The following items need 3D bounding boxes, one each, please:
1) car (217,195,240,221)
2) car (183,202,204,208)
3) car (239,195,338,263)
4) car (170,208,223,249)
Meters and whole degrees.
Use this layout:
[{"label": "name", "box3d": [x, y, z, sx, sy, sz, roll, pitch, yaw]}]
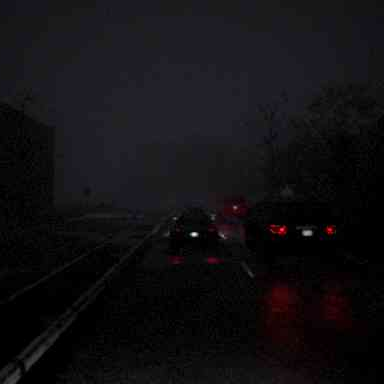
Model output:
[{"label": "car", "box3d": [3.360, 1.308, 28.326, 2.150, 2.045, 5.566, 0, 0, 1]}, {"label": "car", "box3d": [0.150, 1.620, 30.436, 1.812, 1.442, 4.674, 0, 0, 1]}, {"label": "car", "box3d": [3.320, 1.262, 12.221, 2.150, 2.045, 5.566, 0, 0, 0]}, {"label": "car", "box3d": [0.093, 1.610, 14.804, 1.994, 1.385, 4.181, 0, 0, 0]}]
